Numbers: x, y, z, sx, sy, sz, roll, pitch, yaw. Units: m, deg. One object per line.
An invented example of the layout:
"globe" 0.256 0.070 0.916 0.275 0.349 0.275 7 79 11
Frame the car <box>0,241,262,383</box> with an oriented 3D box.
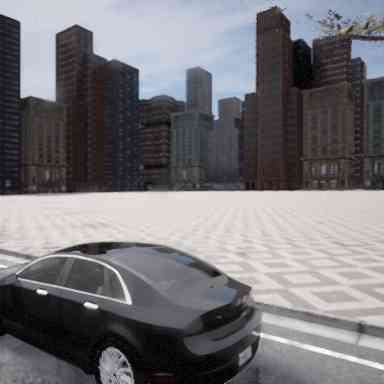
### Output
"car" -1.398 1.510 4.990 4.892 1.490 1.837 0 0 35
